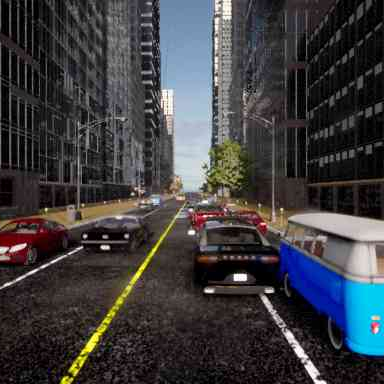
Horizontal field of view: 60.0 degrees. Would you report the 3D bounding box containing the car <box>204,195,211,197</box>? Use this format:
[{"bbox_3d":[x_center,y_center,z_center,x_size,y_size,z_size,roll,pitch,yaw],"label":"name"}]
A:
[{"bbox_3d":[2.838,1.544,45.636,2.008,1.369,4.403,0,0,0],"label":"car"}]

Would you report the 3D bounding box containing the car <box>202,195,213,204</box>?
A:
[{"bbox_3d":[2.893,1.410,62.713,1.967,1.590,4.097,0,0,0],"label":"car"}]

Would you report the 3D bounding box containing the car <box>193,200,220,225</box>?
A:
[{"bbox_3d":[0.980,1.455,25.004,1.801,1.575,5.366,0,0,0],"label":"car"}]

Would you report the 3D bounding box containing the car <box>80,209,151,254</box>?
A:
[{"bbox_3d":[-2.957,1.600,13.588,1.895,1.301,4.718,0,0,0],"label":"car"}]

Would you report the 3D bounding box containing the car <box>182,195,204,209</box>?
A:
[{"bbox_3d":[0.156,1.485,45.712,2.128,1.511,4.902,0,0,0],"label":"car"}]

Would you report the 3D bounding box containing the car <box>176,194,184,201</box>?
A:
[{"bbox_3d":[-2.742,1.293,80.135,2.097,1.767,4.553,0,0,0],"label":"car"}]

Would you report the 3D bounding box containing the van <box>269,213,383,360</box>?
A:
[{"bbox_3d":[2.709,1.341,5.789,1.690,1.788,3.998,0,0,0],"label":"van"}]

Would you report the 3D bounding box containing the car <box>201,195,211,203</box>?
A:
[{"bbox_3d":[2.911,1.401,68.405,1.967,1.590,4.097,0,0,0],"label":"car"}]

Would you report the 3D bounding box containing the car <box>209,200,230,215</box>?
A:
[{"bbox_3d":[2.801,1.581,34.251,1.802,1.307,4.206,0,0,0],"label":"car"}]

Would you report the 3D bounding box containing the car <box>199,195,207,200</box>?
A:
[{"bbox_3d":[2.986,1.462,91.175,1.887,1.381,4.507,0,0,0],"label":"car"}]

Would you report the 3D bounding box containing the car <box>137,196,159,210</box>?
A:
[{"bbox_3d":[-5.562,1.548,39.974,2.008,1.369,4.403,0,0,0],"label":"car"}]

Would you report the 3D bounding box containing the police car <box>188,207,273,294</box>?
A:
[{"bbox_3d":[0.928,1.425,8.924,1.930,1.638,5.238,0,0,0],"label":"police car"}]

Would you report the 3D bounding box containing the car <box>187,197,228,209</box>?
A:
[{"bbox_3d":[0.911,1.351,18.776,2.097,1.767,4.553,0,0,0],"label":"car"}]

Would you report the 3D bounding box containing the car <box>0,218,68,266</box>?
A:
[{"bbox_3d":[-5.654,1.582,11.511,1.802,1.307,4.206,0,0,0],"label":"car"}]

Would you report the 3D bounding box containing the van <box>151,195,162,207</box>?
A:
[{"bbox_3d":[-5.524,1.328,51.359,1.690,1.788,3.998,0,0,0],"label":"van"}]
